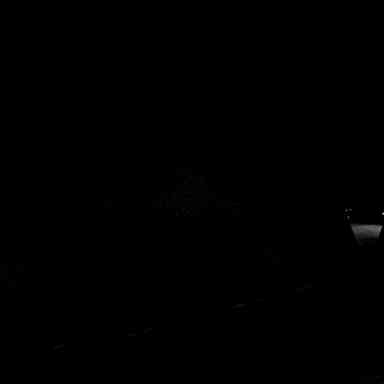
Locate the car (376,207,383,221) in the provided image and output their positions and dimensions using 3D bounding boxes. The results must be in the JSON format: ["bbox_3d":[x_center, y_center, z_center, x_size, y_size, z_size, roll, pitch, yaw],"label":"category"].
[{"bbox_3d":[15.388,1.593,23.573,4.718,1.301,1.895,0,0,-35],"label":"car"}]

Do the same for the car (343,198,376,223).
[{"bbox_3d":[12.361,1.344,25.711,4.553,1.767,2.097,0,0,-35],"label":"car"}]
